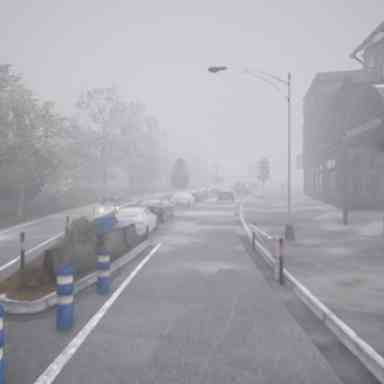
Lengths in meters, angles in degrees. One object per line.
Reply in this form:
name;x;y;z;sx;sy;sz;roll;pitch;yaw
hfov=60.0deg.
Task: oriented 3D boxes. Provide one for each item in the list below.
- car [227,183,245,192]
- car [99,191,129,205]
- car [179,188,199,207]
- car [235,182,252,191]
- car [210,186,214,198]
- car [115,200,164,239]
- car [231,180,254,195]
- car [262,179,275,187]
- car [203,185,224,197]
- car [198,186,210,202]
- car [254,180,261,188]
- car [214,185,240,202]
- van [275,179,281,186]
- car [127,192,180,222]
car;8.775;-0.958;66.372;2.231;1.521;4.892;-3;2;24
car;-7.914;0.563;34.147;1.895;1.301;4.718;0;3;4
car;-0.921;0.708;33.564;2.002;1.452;4.674;-1;2;11
car;11.051;-1.219;71.473;2.231;1.521;4.892;-3;2;25
car;1.629;0.092;45.214;2.231;1.521;4.892;0;3;15
car;-2.925;1.471;17.036;2.002;1.452;4.674;-2;2;3
car;8.177;-0.660;54.045;2.150;2.045;5.566;0;3;19
car;19.068;-1.986;86.397;1.946;1.575;5.366;-2;2;33
car;3.361;-0.212;51.292;2.097;1.535;5.008;0;3;17
car;0.316;0.379;39.665;2.097;1.535;5.008;0;3;13
car;13.506;-1.732;76.515;2.435;2.045;5.566;-3;2;27
car;4.263;0.286;40.178;1.882;1.535;5.008;0;2;13
van;22.009;-2.437;91.049;1.878;1.987;4.442;-3;2;31
car;-2.503;1.134;23.157;2.097;1.535;5.008;1;3;8
